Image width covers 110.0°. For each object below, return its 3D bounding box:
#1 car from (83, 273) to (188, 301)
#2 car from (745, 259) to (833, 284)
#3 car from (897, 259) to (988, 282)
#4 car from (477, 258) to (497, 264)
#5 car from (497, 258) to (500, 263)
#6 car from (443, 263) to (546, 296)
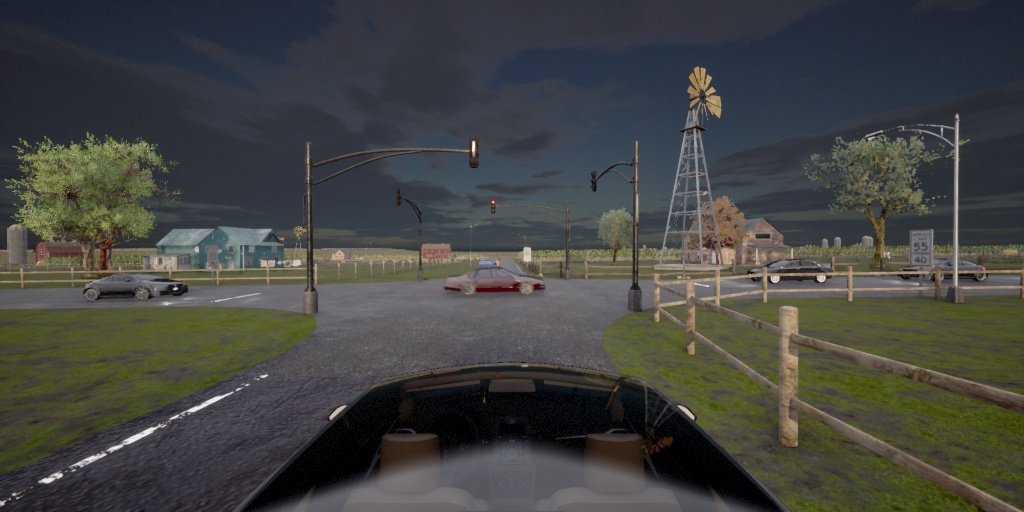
[{"bbox_3d":[-19.968,1.594,19.130,4.181,1.385,1.994,-1,1,0],"label":"car"},{"bbox_3d":[17.686,0.957,23.003,4.892,1.490,1.837,-1,1,0],"label":"car"},{"bbox_3d":[27.545,0.886,23.045,4.181,1.385,1.994,-1,1,0],"label":"car"},{"bbox_3d":[-3.047,1.222,42.003,1.882,1.535,5.008,0,0,-1],"label":"car"},{"bbox_3d":[-3.117,1.293,51.907,2.033,1.411,5.357,0,0,-1],"label":"car"},{"bbox_3d":[-0.932,1.319,19.216,5.357,1.411,2.033,-1,1,0],"label":"car"}]
